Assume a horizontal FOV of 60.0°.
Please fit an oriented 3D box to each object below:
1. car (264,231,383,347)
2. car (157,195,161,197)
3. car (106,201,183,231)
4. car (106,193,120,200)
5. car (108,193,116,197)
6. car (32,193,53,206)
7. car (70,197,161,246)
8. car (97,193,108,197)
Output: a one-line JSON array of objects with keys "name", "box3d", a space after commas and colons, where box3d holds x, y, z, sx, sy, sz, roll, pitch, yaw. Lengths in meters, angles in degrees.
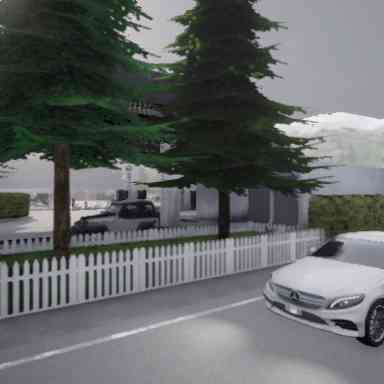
[{"name": "car", "box3d": [3.451, 1.532, 6.447, 4.674, 1.442, 1.812, 0, 0, -35]}, {"name": "car", "box3d": [-6.093, 1.374, 70.910, 1.845, 1.501, 3.633, 0, 0, -36]}, {"name": "car", "box3d": [-3.113, 1.493, 22.203, 4.611, 1.667, 2.242, 0, 0, -36]}, {"name": "car", "box3d": [-19.938, 1.146, 83.773, 1.932, 1.855, 4.605, 0, 0, -36]}, {"name": "car", "box3d": [-14.193, 1.337, 65.057, 2.007, 1.523, 4.514, 0, 0, -36]}, {"name": "car", "box3d": [-22.699, 1.091, 50.001, 1.905, 1.878, 3.866, 0, 0, -36]}, {"name": "car", "box3d": [-3.283, 1.319, 15.073, 3.866, 1.878, 1.905, 0, 0, -36]}, {"name": "car", "box3d": [-22.043, 1.121, 81.728, 1.905, 1.878, 3.866, 0, 0, -36]}]
